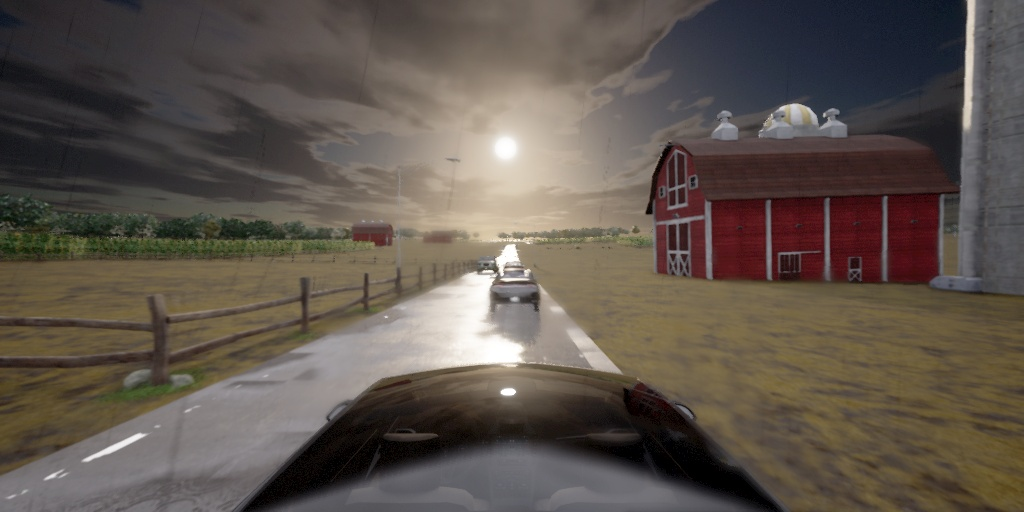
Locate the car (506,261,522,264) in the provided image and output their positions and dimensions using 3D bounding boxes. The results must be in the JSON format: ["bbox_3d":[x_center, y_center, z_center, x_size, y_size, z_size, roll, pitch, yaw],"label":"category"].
[{"bbox_3d":[0.136,1.202,32.757,1.882,1.535,5.008,0,0,0],"label":"car"}]

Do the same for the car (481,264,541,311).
[{"bbox_3d":[0.112,1.234,14.363,2.128,1.511,4.902,0,0,0],"label":"car"}]

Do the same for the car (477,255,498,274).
[{"bbox_3d":[-2.749,0.936,41.248,2.150,2.045,5.566,0,0,1],"label":"car"}]
